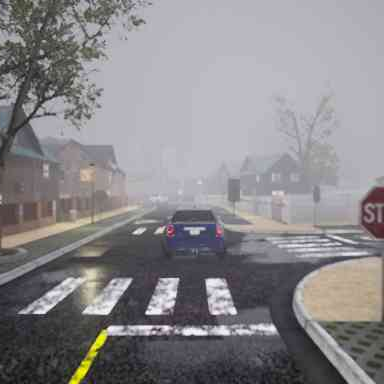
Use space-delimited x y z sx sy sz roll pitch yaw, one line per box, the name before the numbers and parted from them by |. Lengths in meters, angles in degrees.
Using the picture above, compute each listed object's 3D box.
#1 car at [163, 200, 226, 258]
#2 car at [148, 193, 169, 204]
car | 0.086 1.326 12.843 2.097 1.767 4.553 0 0 0
car | -6.683 1.272 65.968 2.150 2.045 5.566 0 0 -34
